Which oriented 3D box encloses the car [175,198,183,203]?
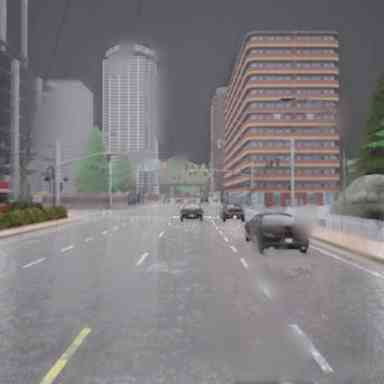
[{"bbox_3d":[-3.532,2.421,91.915,1.994,1.385,4.181,0,-1,0],"label":"car"}]

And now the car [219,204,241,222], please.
[{"bbox_3d":[3.506,1.785,29.302,1.837,1.490,4.892,0,0,1],"label":"car"}]

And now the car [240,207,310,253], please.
[{"bbox_3d":[3.503,1.615,14.493,1.882,1.535,5.008,0,0,0],"label":"car"}]

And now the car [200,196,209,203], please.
[{"bbox_3d":[3.468,2.033,92.780,2.150,2.045,5.566,0,-1,0],"label":"car"}]

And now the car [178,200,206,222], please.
[{"bbox_3d":[-0.003,1.757,29.481,1.882,1.535,5.008,0,0,0],"label":"car"}]

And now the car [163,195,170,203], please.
[{"bbox_3d":[-7.032,2.394,91.914,2.128,1.511,4.902,0,-1,0],"label":"car"}]

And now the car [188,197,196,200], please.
[{"bbox_3d":[-0.032,2.177,93.020,2.097,1.767,4.553,0,-1,0],"label":"car"}]
